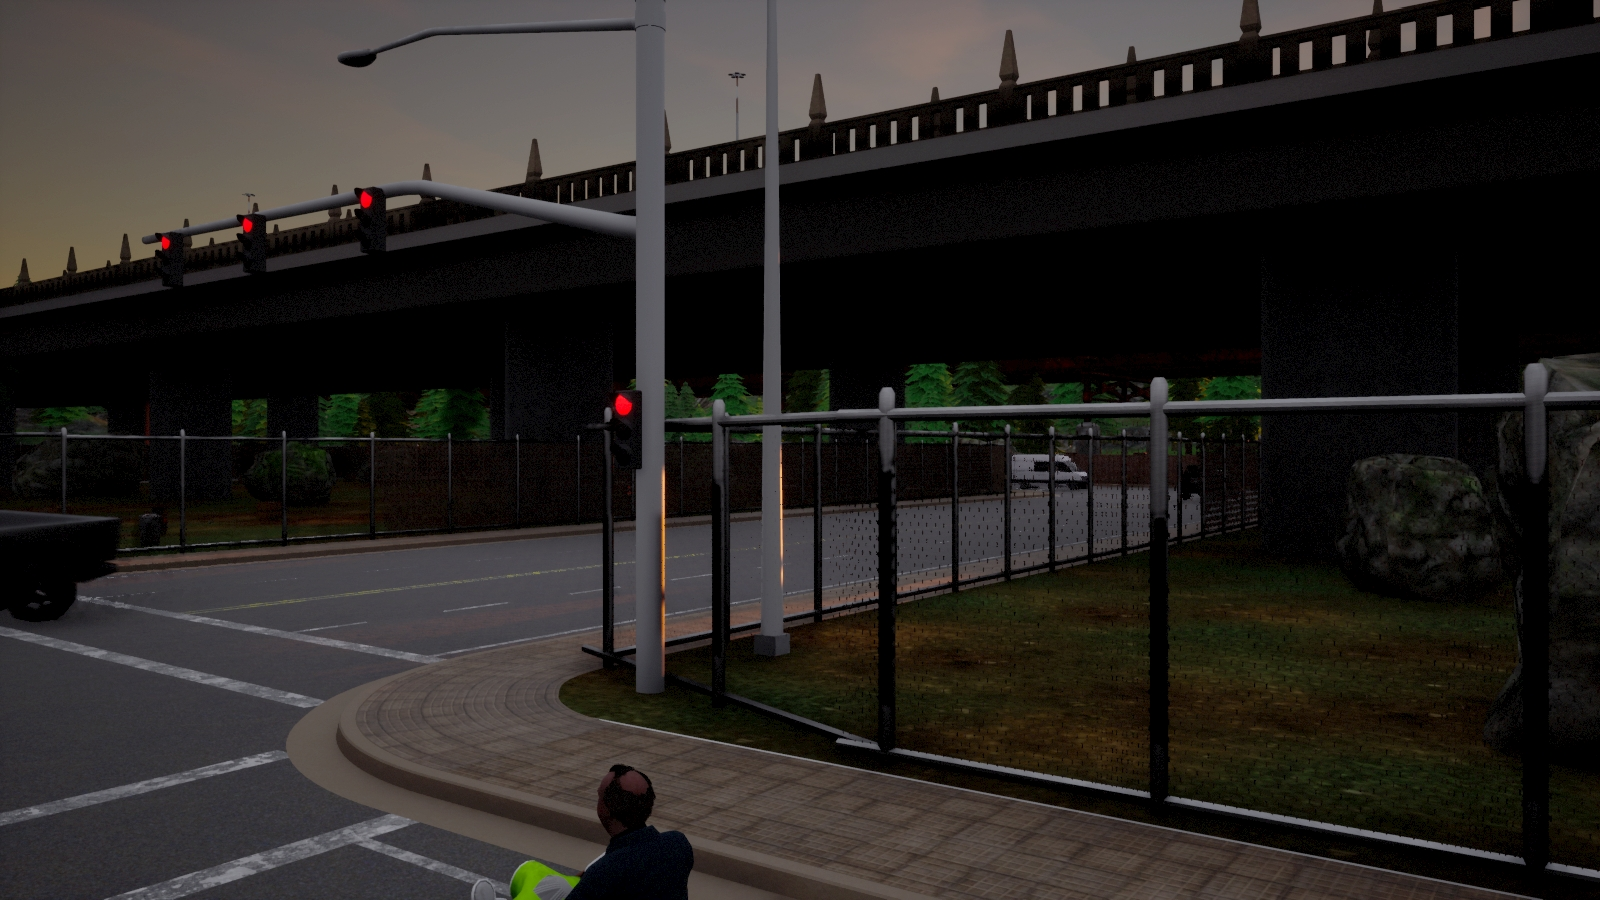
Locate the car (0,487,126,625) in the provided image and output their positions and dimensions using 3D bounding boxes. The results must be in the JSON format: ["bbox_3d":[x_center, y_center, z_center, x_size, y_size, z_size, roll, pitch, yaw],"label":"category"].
[{"bbox_3d":[-14.419,1.730,17.831,2.390,2.098,6.274,0,0,35],"label":"car"}]
